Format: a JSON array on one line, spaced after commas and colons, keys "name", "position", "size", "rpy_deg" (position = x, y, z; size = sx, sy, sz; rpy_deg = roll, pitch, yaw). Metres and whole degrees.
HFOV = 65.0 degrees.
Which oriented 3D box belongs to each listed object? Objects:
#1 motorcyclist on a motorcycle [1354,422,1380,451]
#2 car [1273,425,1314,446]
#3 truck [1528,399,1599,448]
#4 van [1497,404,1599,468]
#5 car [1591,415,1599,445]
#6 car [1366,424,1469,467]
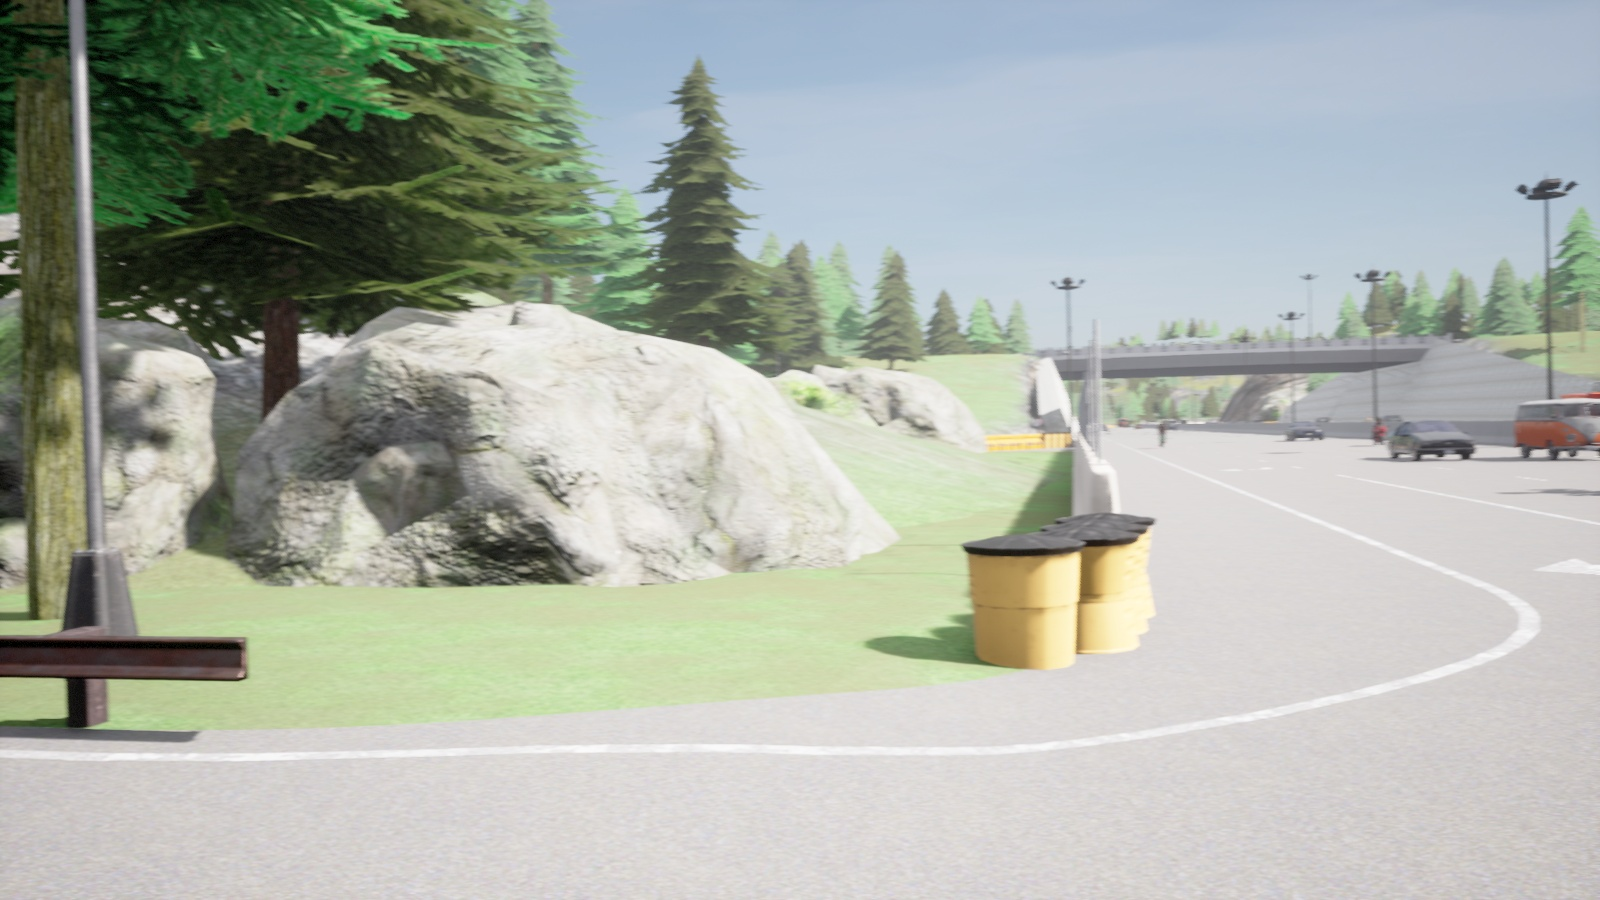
[{"name": "motorcyclist on a motorcycle", "position": [30.056, -0.725, 66.560], "size": [0.797, 1.523, 2.044], "rpy_deg": [-1, 1, 12]}, {"name": "car", "position": [34.464, -1.045, 87.801], "size": [1.994, 1.385, 4.181], "rpy_deg": [-1, 1, 12]}, {"name": "truck", "position": [40.644, -1.382, 65.947], "size": [2.627, 2.467, 5.204], "rpy_deg": [-1, 1, 12]}, {"name": "van", "position": [24.902, -0.485, 41.736], "size": [1.775, 1.987, 4.442], "rpy_deg": [-1, 1, 12]}, {"name": "car", "position": [44.637, -1.101, 67.940], "size": [1.851, 1.617, 3.988], "rpy_deg": [-1, 1, 12]}, {"name": "car", "position": [22.000, -0.185, 44.956], "size": [2.033, 1.411, 5.357], "rpy_deg": [-1, 1, 12]}]
